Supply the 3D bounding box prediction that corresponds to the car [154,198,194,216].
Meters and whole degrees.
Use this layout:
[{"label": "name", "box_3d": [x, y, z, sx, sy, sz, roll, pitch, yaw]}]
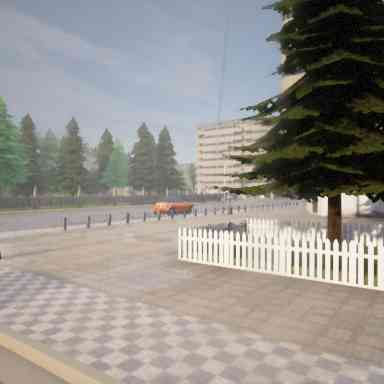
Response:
[{"label": "car", "box_3d": [-1.681, 1.332, 32.945, 2.097, 1.767, 4.553, 0, 0, 36]}]
